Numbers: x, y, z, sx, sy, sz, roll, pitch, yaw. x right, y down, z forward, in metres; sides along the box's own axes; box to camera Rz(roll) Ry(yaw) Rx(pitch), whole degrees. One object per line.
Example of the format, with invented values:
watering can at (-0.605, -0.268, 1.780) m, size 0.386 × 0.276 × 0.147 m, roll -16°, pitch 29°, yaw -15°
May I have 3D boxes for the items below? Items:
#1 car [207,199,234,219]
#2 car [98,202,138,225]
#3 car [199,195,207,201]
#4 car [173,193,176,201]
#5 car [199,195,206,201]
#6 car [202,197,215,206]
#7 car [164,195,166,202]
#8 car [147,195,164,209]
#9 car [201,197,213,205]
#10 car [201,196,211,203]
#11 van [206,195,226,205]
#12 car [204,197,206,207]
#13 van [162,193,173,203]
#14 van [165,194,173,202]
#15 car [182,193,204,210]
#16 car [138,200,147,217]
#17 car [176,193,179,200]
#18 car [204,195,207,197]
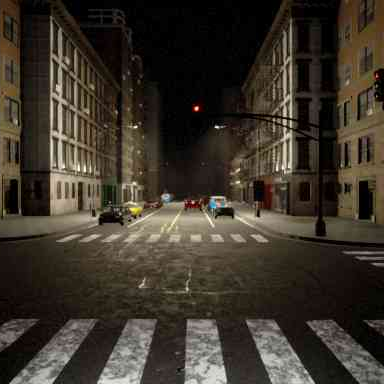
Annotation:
car at (2.680, 1.548, 28.953) m, size 2.008 × 1.369 × 4.403 m, roll 0°, pitch 0°, yaw 0°
car at (-5.357, 1.549, 23.557) m, size 2.008 × 1.369 × 4.403 m, roll 0°, pitch 0°, yaw 0°
car at (2.770, 1.539, 83.016) m, size 1.887 × 1.381 × 4.507 m, roll 0°, pitch 0°, yaw 0°
car at (-5.333, 1.310, 72.213) m, size 2.192 × 1.841 × 5.009 m, roll 0°, pitch 0°, yaw 0°
car at (2.779, 1.560, 88.422) m, size 1.947 × 1.339 × 4.313 m, roll 0°, pitch 0°, yaw 0°
car at (2.725, 1.562, 55.984) m, size 1.947 × 1.339 × 4.313 m, roll 0°, pitch 0°, yaw 0°
car at (-5.344, 1.521, 50.418) m, size 1.752 × 1.417 × 4.829 m, roll 0°, pitch 0°, yaw 0°
car at (-5.347, 1.436, 45.182) m, size 1.967 × 1.590 × 4.097 m, roll 0°, pitch 0°, yaw 0°
car at (2.734, 1.546, 61.391) m, size 2.008 × 1.369 × 4.403 m, roll 0°, pitch 0°, yaw 0°
car at (2.743, 1.521, 66.966) m, size 1.752 × 1.417 × 4.829 m, roll 0°, pitch 0°, yaw 0°
van at (2.689, 1.338, 34.359) m, size 1.690 × 1.788 × 3.998 m, roll 0°, pitch 0°, yaw 0°
car at (2.698, 1.578, 39.766) m, size 1.802 × 1.307 × 4.206 m, roll 0°, pitch 0°, yaw 0°
van at (-5.336, 1.337, 66.807) m, size 1.690 × 1.788 × 3.998 m, roll 0°, pitch 0°, yaw 0°
van at (-5.331, 1.336, 77.620) m, size 1.690 × 1.788 × 3.998 m, roll 0°, pitch 0°, yaw 0°
car at (0.145, 1.348, 41.929) m, size 2.097 × 1.767 × 4.553 m, roll 0°, pitch 0°, yaw 0°
car at (-5.355, 1.523, 28.794) m, size 1.752 × 1.417 × 4.829 m, roll 0°, pitch 0°, yaw 0°
car at (-5.325, 1.545, 88.432) m, size 2.008 × 1.369 × 4.403 m, roll 0°, pitch 0°, yaw 0°
car at (2.716, 1.311, 50.578) m, size 2.192 × 1.841 × 5.009 m, roll 0°, pitch 0°, yaw 0°
